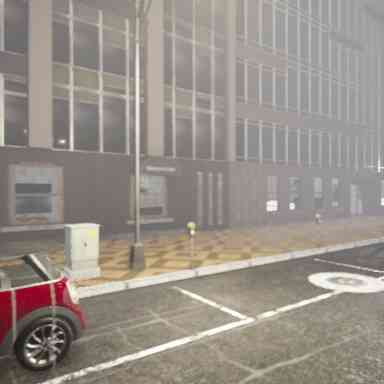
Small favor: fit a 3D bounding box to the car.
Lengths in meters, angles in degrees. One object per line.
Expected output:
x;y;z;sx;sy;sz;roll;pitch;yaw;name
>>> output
-3.552;1.441;4.026;4.097;1.590;1.967;0;0;-36;car
